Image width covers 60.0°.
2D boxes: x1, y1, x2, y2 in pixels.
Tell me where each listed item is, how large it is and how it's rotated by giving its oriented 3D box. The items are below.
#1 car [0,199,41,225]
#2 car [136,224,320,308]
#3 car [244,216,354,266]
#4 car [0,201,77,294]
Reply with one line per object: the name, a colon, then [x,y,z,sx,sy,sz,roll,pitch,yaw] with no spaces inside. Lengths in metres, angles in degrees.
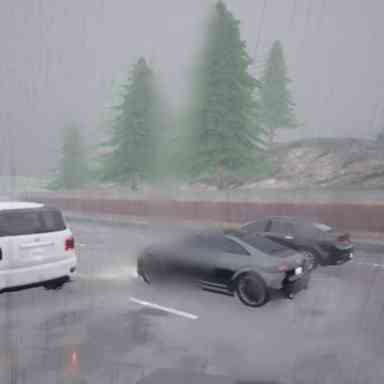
car: [-13.617,1.446,25.804,2.097,1.767,4.553,0,0,-43]
car: [0.609,1.597,8.073,4.181,1.385,1.994,0,0,37]
car: [2.604,1.550,10.933,4.892,1.490,1.837,0,0,37]
car: [-5.025,1.251,8.043,5.566,2.045,2.150,0,0,39]
